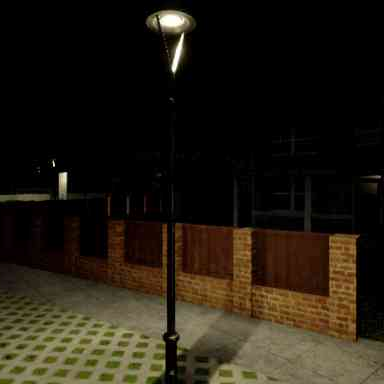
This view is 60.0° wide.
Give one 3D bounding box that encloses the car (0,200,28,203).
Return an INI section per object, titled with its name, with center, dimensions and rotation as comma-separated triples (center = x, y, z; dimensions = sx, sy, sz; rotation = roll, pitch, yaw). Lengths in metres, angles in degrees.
[car]
center = -12.295, 1.260, 22.879
dimensions = 2.033, 1.411, 5.357
rotation = 1, 2, 39
